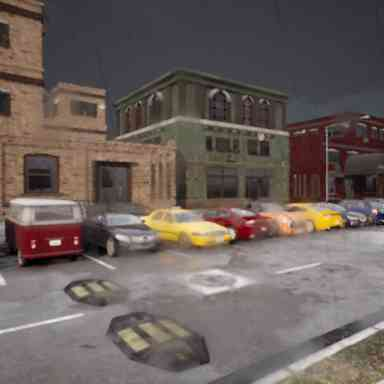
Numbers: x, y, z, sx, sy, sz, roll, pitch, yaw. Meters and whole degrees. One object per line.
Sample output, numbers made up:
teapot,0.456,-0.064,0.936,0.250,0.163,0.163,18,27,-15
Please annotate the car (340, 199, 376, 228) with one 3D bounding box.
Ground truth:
car,8.412,1.409,21.027,2.231,1.521,4.892,0,0,-35

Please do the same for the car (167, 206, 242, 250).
car,-0.530,1.426,14.421,1.946,1.575,5.366,0,0,-35

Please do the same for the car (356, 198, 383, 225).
car,10.696,1.278,22.609,2.185,1.767,4.553,0,0,-35

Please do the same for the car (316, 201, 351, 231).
car,6.157,1.412,19.407,2.097,1.535,5.008,0,0,-36

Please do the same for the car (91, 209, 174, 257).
car,-2.903,1.475,12.961,2.002,1.452,4.674,0,0,-35

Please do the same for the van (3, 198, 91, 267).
van,-5.233,1.215,11.440,1.878,1.987,4.442,0,0,-35

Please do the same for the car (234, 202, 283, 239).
car,1.629,1.423,16.180,2.097,1.535,5.008,0,0,-35

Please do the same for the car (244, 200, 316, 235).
car,3.871,1.292,17.822,2.185,1.767,4.553,0,0,-35
